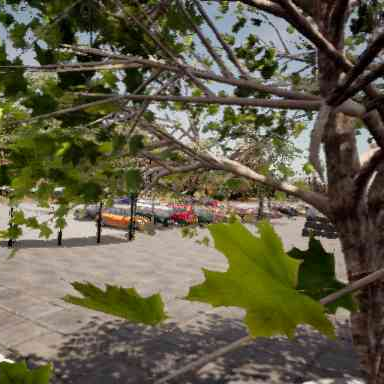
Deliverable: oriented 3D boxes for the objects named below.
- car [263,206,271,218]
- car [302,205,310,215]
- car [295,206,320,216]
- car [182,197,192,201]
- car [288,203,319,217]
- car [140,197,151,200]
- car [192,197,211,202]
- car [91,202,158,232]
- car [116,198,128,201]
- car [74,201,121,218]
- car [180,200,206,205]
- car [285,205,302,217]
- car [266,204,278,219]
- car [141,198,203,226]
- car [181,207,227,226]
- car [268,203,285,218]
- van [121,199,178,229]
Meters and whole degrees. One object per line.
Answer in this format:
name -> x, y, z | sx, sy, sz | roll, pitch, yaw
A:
car -> 8.392, 3.027, 47.630 | 4.892, 1.521, 2.231 | 7, 3, 16
car -> 19.042, 3.612, 62.222 | 5.366, 1.575, 1.946 | 7, 2, 16
car -> 24.065, 3.935, 69.590 | 4.792, 1.488, 2.163 | 7, 2, 16
car -> -0.190, 1.715, 64.446 | 2.033, 1.411, 5.357 | 7, 2, 36
car -> 22.351, 3.550, 67.138 | 5.566, 2.045, 2.435 | 7, 2, 16
car -> -6.757, 1.522, 50.247 | 1.812, 1.442, 4.674 | 7, 2, 36
car -> 2.678, 1.833, 63.324 | 2.097, 1.767, 4.553 | 7, 2, 36
car -> -5.724, 2.200, 28.173 | 4.553, 1.767, 2.185 | 7, 2, 16
car -> -10.280, 1.178, 50.452 | 1.812, 1.442, 4.674 | 7, 2, 36
car -> -8.801, 1.955, 32.508 | 2.033, 1.411, 5.357 | 7, 3, 36
car -> -0.318, 2.347, 35.432 | 5.566, 2.045, 2.435 | 7, 2, 16
car -> 15.429, 3.147, 57.381 | 5.566, 2.045, 2.435 | 7, 2, 16
car -> 10.178, 2.993, 50.057 | 4.553, 1.767, 2.185 | 7, 3, 16
car -> -2.142, 2.253, 33.006 | 5.566, 2.045, 2.435 | 7, 3, 16
car -> 1.381, 2.719, 37.890 | 4.674, 1.452, 2.002 | 7, 2, 16
car -> 11.865, 3.076, 52.520 | 4.553, 1.767, 2.185 | 7, 2, 16
van -> -4.003, 2.181, 30.605 | 4.442, 1.987, 1.878 | 7, 3, 16
